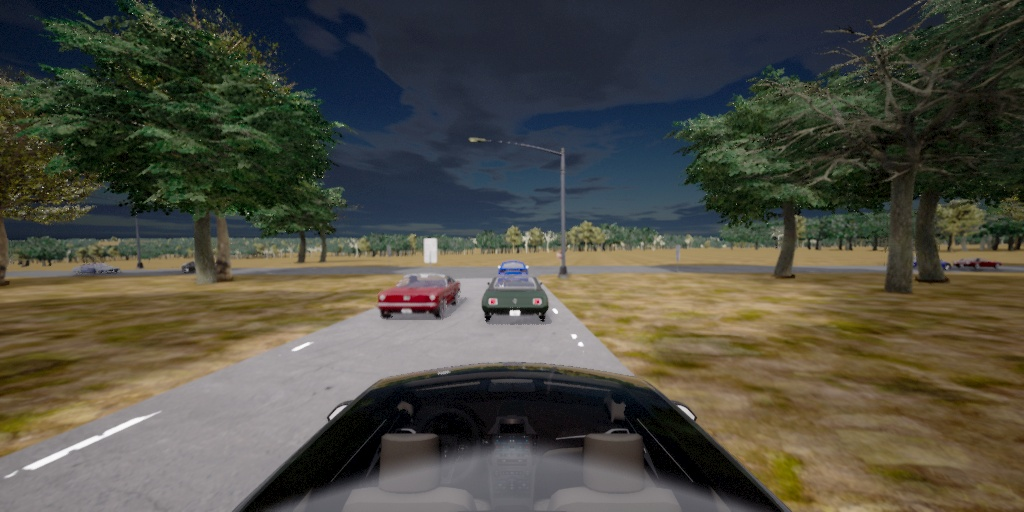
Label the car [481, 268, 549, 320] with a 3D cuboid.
[{"bbox_3d":[0.092,1.259,12.038,1.895,1.301,4.718,0,0,0],"label":"car"}]

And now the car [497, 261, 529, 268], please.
[{"bbox_3d":[0.077,1.049,23.032,1.882,1.535,5.008,0,0,0],"label":"car"}]

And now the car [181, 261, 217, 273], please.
[{"bbox_3d":[-37.943,1.309,44.173,4.892,1.490,1.837,0,3,6],"label":"car"}]

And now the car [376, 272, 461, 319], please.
[{"bbox_3d":[-3.002,1.256,12.434,1.895,1.301,4.718,0,0,0],"label":"car"}]
